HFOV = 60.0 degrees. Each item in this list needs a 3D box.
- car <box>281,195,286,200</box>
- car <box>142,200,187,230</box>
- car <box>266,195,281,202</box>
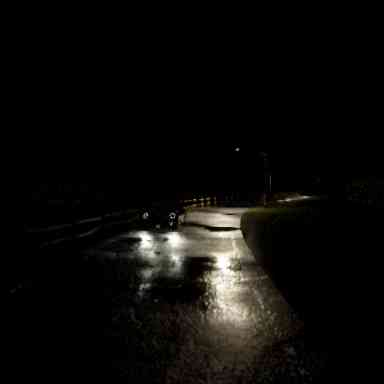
[{"bbox_3d":[21.777,1.295,81.283,1.994,1.385,4.181,0,0,26],"label":"car"},{"bbox_3d":[-1.647,1.339,20.868,2.097,1.767,4.553,0,0,7],"label":"car"},{"bbox_3d":[17.220,1.341,71.900,2.033,1.411,5.357,0,0,26],"label":"car"}]
